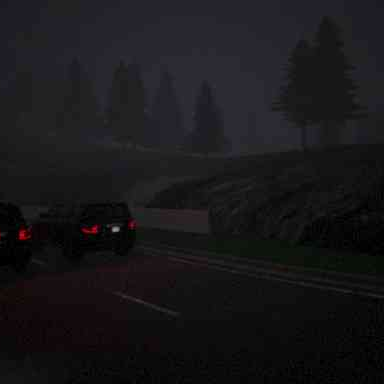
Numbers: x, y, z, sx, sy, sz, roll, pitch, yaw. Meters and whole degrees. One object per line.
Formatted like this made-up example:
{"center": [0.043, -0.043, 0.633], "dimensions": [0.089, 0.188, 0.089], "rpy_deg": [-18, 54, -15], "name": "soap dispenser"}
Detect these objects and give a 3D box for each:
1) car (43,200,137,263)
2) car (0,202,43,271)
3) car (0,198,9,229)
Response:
{"center": [-4.360, 1.333, 12.833], "dimensions": [2.150, 2.045, 5.566], "rpy_deg": [0, 0, -44], "name": "car"}
{"center": [-6.879, 1.340, 10.403], "dimensions": [2.150, 2.045, 5.566], "rpy_deg": [0, 0, -44], "name": "car"}
{"center": [-15.487, 1.484, 23.336], "dimensions": [5.566, 2.045, 2.150], "rpy_deg": [0, 0, 31], "name": "car"}
